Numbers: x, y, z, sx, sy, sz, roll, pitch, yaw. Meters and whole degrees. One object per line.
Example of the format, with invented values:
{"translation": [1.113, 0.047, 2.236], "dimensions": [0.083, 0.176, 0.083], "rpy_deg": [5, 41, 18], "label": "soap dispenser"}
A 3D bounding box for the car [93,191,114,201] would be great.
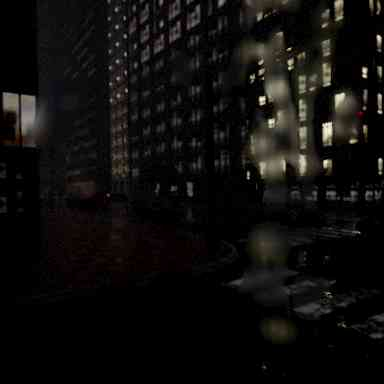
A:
{"translation": [-13.758, 0.944, 49.193], "dimensions": [1.837, 1.490, 4.892], "rpy_deg": [-2, 1, -34], "label": "car"}

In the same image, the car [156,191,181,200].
{"translation": [-3.194, 0.824, 38.532], "dimensions": [2.192, 1.841, 5.009], "rpy_deg": [-1, 1, -35], "label": "car"}

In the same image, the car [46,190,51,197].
{"translation": [-35.232, 0.544, 84.966], "dimensions": [2.008, 1.369, 4.403], "rpy_deg": [-1, 1, -35], "label": "car"}

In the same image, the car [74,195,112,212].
{"translation": [-10.064, 1.274, 33.745], "dimensions": [1.947, 1.339, 4.313], "rpy_deg": [-1, 1, -35], "label": "car"}

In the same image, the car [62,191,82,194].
{"translation": [-16.959, 0.994, 48.413], "dimensions": [2.128, 1.511, 4.902], "rpy_deg": [-2, 1, -34], "label": "car"}

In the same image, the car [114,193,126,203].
{"translation": [-11.516, 0.865, 51.386], "dimensions": [1.837, 1.490, 4.892], "rpy_deg": [-2, 1, -35], "label": "car"}

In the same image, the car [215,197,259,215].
{"translation": [3.563, 1.140, 28.680], "dimensions": [1.752, 1.417, 4.829], "rpy_deg": [-1, 1, -35], "label": "car"}

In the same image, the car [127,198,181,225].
{"translation": [-2.428, 1.376, 22.728], "dimensions": [2.008, 1.369, 4.403], "rpy_deg": [-1, 1, -35], "label": "car"}

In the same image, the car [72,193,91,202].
{"translation": [-18.858, 0.923, 56.491], "dimensions": [1.994, 1.385, 4.181], "rpy_deg": [-2, 1, -35], "label": "car"}

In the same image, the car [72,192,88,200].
{"translation": [-22.416, 0.746, 66.394], "dimensions": [1.887, 1.381, 4.507], "rpy_deg": [-1, 1, -35], "label": "car"}

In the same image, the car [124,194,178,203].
{"translation": [-3.678, 1.204, 29.035], "dimensions": [2.128, 1.511, 4.902], "rpy_deg": [-2, 1, -35], "label": "car"}

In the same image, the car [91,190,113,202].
{"translation": [-15.504, 0.651, 57.101], "dimensions": [2.097, 1.767, 4.553], "rpy_deg": [-2, 1, -35], "label": "car"}

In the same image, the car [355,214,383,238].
{"translation": [9.235, 1.431, 13.962], "dimensions": [2.033, 1.411, 5.357], "rpy_deg": [0, 0, -8], "label": "car"}

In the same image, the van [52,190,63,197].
{"translation": [-32.029, 0.387, 80.319], "dimensions": [1.690, 1.788, 3.998], "rpy_deg": [-1, 1, -35], "label": "van"}

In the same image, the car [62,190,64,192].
{"translation": [-25.621, 0.590, 71.036], "dimensions": [1.967, 1.590, 4.097], "rpy_deg": [-1, 1, -35], "label": "car"}

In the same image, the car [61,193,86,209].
{"translation": [-13.269, 1.209, 38.388], "dimensions": [2.008, 1.369, 4.403], "rpy_deg": [-1, 1, -35], "label": "car"}
